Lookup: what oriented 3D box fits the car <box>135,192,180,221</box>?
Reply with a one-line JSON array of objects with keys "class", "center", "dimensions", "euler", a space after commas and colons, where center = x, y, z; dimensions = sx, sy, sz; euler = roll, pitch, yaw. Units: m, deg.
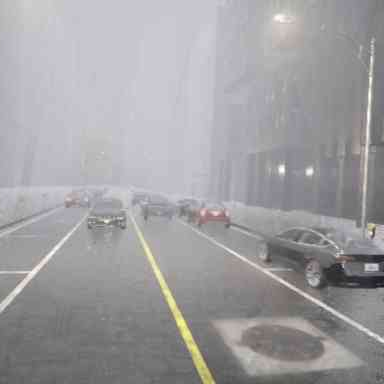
[{"class": "car", "center": [-2.503, 1.060, 22.883], "dimensions": [2.128, 1.511, 4.902], "euler": [2, 1, -12]}]

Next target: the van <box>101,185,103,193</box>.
[{"class": "van", "center": [-13.700, 0.080, 45.989], "dimensions": [1.690, 1.788, 3.998], "euler": [2, 1, -13]}]

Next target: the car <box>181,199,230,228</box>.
[{"class": "car", "center": [0.881, 1.199, 20.213], "dimensions": [1.967, 1.590, 4.097], "euler": [2, 1, -13]}]

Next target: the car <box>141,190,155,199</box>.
[{"class": "car", "center": [-7.920, 0.378, 58.962], "dimensions": [2.008, 1.369, 4.403], "euler": [2, 1, -13]}]

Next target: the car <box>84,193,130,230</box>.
[{"class": "car", "center": [-4.428, 1.057, 17.583], "dimensions": [1.837, 1.490, 4.892], "euler": [2, 1, -13]}]

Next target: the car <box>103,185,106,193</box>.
[{"class": "car", "center": [-14.956, -0.079, 51.524], "dimensions": [2.192, 1.841, 5.009], "euler": [2, 1, -13]}]

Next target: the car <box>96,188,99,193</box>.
[{"class": "car", "center": [-11.197, 0.556, 34.921], "dimensions": [2.008, 1.369, 4.403], "euler": [2, 1, -13]}]

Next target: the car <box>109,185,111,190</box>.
[{"class": "car", "center": [-22.495, -0.870, 84.733], "dimensions": [2.192, 1.841, 5.009], "euler": [2, 1, -13]}]

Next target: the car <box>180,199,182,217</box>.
[{"class": "car", "center": [-0.381, 1.191, 25.751], "dimensions": [1.947, 1.339, 4.313], "euler": [2, 1, -13]}]

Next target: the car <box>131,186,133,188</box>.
[{"class": "car", "center": [-14.198, -0.392, 86.637], "dimensions": [1.967, 1.590, 4.097], "euler": [2, 1, -13]}]

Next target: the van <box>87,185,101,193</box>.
[{"class": "van", "center": [-12.444, 0.213, 40.454], "dimensions": [1.690, 1.788, 3.998], "euler": [2, 1, -13]}]

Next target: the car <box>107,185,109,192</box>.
[{"class": "car", "center": [-18.725, -0.476, 68.129], "dimensions": [2.192, 1.841, 5.009], "euler": [2, 1, -13]}]

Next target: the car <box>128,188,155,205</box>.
[{"class": "car", "center": [-5.828, 0.707, 37.525], "dimensions": [2.128, 1.511, 4.902], "euler": [2, 1, -12]}]

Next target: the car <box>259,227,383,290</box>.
[{"class": "car", "center": [3.388, 1.592, 9.145], "dimensions": [1.947, 1.339, 4.313], "euler": [2, 1, -13]}]

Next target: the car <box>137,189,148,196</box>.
[{"class": "car", "center": [-10.434, 0.144, 70.033], "dimensions": [1.802, 1.307, 4.206], "euler": [2, 1, -13]}]

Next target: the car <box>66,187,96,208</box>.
[{"class": "car", "center": [-9.935, 0.579, 29.384], "dimensions": [1.967, 1.590, 4.097], "euler": [2, 1, -13]}]
